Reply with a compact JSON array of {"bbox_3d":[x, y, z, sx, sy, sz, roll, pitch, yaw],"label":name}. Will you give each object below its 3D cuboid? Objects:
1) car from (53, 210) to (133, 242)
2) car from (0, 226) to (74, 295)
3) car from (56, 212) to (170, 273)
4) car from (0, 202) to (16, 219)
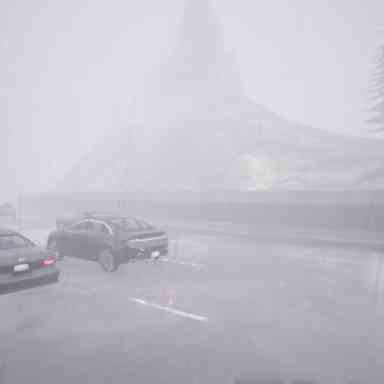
[{"bbox_3d":[-5.359,1.689,17.651,4.718,1.301,1.895,0,0,42],"label":"car"},{"bbox_3d":[-5.399,1.597,8.375,5.357,1.411,2.033,0,0,40],"label":"car"},{"bbox_3d":[-2.902,1.545,10.906,4.902,1.511,2.128,0,0,39],"label":"car"},{"bbox_3d":[-17.582,1.665,30.496,2.128,1.511,4.902,0,0,-40],"label":"car"}]
